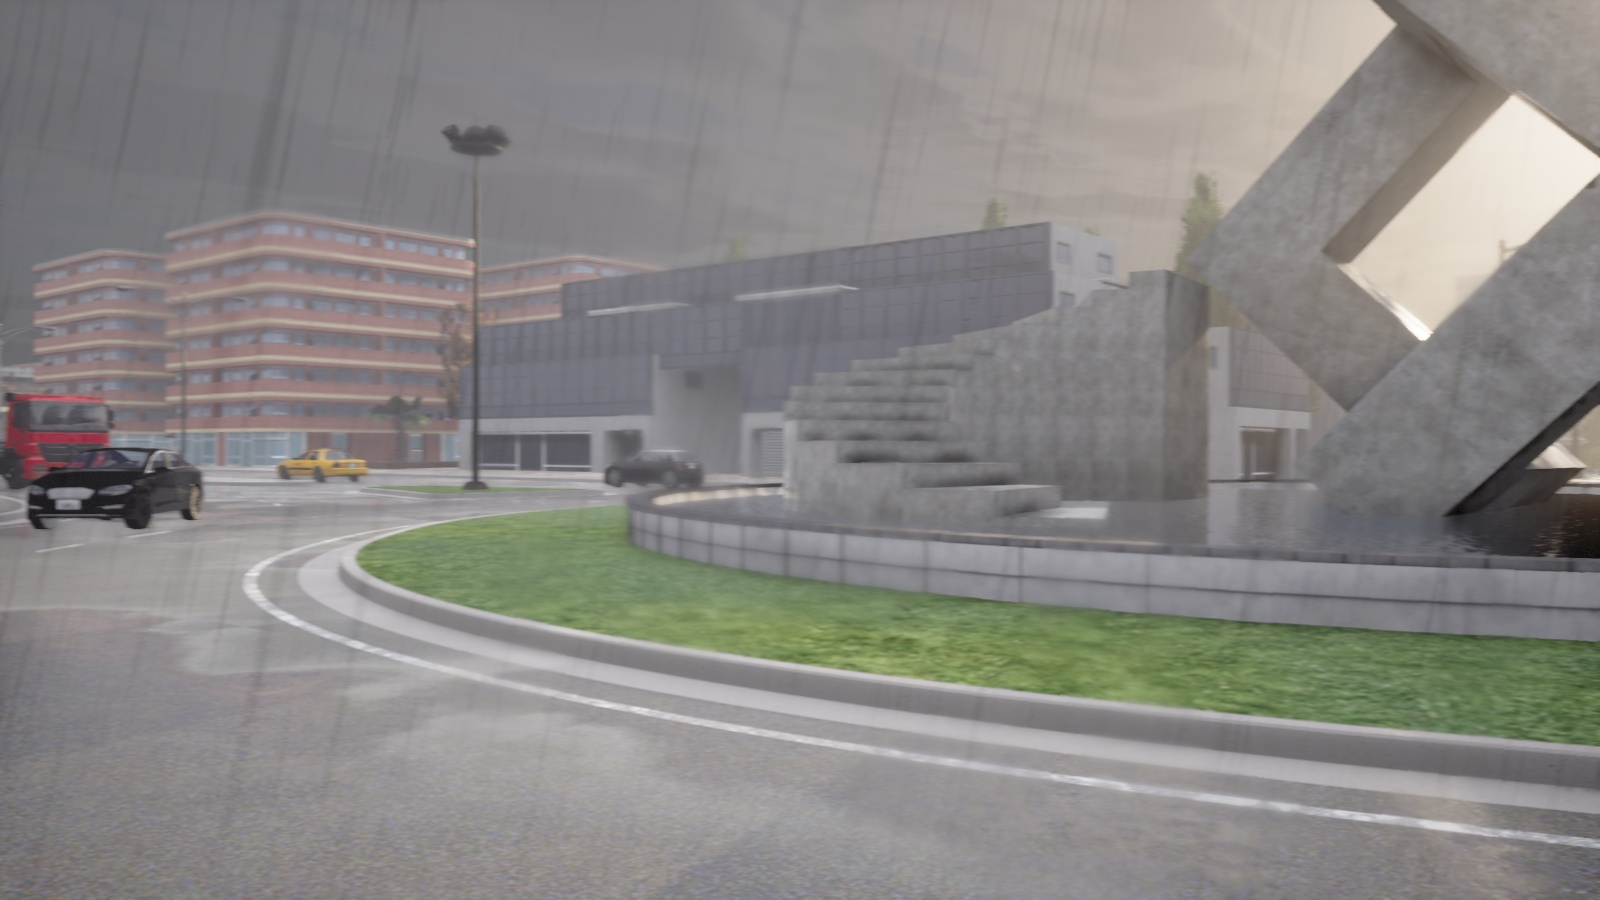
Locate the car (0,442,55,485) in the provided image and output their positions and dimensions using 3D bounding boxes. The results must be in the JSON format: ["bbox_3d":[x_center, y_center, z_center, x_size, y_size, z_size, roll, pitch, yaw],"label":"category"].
[{"bbox_3d":[-35.700,0.578,56.834,4.605,1.855,1.932,0,0,39],"label":"car"}]

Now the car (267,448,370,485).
[{"bbox_3d":[-21.244,0.692,55.348,5.366,1.575,1.801,0,0,39],"label":"car"}]

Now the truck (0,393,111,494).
[{"bbox_3d":[-28.878,-0.224,46.736,7.936,3.462,2.891,0,0,39],"label":"truck"}]

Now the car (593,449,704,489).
[{"bbox_3d":[-5.859,0.711,48.574,3.806,1.475,1.970,0,0,29],"label":"car"}]

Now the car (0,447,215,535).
[{"bbox_3d":[-13.124,0.706,24.099,2.128,1.511,4.902,0,0,-8],"label":"car"}]
